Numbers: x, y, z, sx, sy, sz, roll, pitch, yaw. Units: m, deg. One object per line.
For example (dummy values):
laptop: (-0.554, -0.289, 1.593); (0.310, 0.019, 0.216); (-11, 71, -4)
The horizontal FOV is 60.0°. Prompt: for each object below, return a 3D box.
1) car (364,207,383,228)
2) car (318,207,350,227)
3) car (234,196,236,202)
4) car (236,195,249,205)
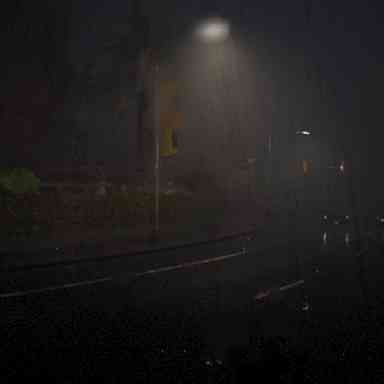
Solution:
car: (14.121, 1.823, 24.455); (2.033, 1.411, 5.357); (0, 0, 16)
car: (10.720, 1.859, 25.314); (1.895, 1.301, 4.718); (0, 0, 17)
car: (12.355, 2.063, 84.468); (2.185, 1.767, 4.553); (0, 0, 3)
car: (12.088, 2.139, 78.046); (2.097, 1.535, 5.008); (0, 0, 3)
